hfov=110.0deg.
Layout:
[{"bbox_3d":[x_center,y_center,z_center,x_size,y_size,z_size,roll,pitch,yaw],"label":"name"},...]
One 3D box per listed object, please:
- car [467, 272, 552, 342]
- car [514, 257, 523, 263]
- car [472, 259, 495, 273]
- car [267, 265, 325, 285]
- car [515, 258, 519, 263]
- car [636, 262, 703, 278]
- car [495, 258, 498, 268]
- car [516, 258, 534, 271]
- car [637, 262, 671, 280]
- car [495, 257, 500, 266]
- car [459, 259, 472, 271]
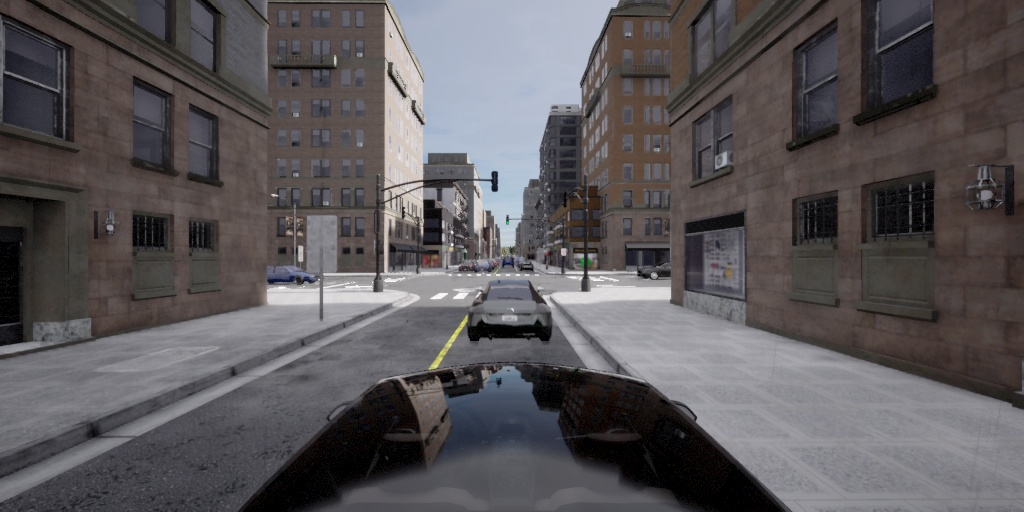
[{"bbox_3d":[-0.058,1.314,9.780,1.994,1.385,4.181,0,0,0],"label":"car"},{"bbox_3d":[1.847,1.387,65.106,1.948,1.339,4.313,0,0,0],"label":"car"},{"bbox_3d":[-3.518,1.310,44.564,1.812,1.442,4.674,0,0,1],"label":"car"},{"bbox_3d":[-16.704,1.354,26.126,5.357,1.411,2.033,0,0,-1],"label":"car"},{"bbox_3d":[1.885,1.392,59.596,1.802,1.307,4.207,0,0,0],"label":"car"},{"bbox_3d":[14.502,1.243,33.202,5.357,1.411,2.033,0,0,-1],"label":"car"},{"bbox_3d":[-3.557,1.348,54.243,2.033,1.411,5.357,0,0,0],"label":"car"},{"bbox_3d":[1.961,1.356,48.574,1.948,1.339,4.313,0,0,0],"label":"car"},{"bbox_3d":[12.974,1.201,29.931,4.892,1.490,1.837,0,0,-1],"label":"car"},{"bbox_3d":[-3.593,1.297,64.195,1.882,1.535,5.008,0,0,0],"label":"car"},{"bbox_3d":[-6.064,1.230,48.519,1.967,1.591,4.097,0,0,0],"label":"car"}]
